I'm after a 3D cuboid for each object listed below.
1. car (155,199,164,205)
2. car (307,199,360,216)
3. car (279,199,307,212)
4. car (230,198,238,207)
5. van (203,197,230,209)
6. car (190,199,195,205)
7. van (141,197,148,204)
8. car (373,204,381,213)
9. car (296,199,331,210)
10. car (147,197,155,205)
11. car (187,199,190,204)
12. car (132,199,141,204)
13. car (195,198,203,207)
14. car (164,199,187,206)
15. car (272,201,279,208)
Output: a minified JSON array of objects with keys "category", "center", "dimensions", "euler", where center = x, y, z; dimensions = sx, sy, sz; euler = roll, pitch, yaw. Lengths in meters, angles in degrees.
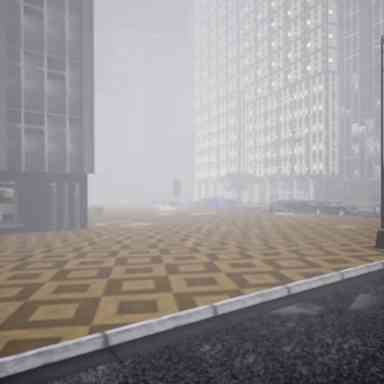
[{"category":"car","center":[-5.671,2.193,71.151],"dimensions":[1.752,1.417,4.829],"euler":[-1,0,-25]},{"category":"car","center":[13.175,1.508,30.478],"dimensions":[2.008,1.369,4.403],"euler":[-1,0,-25]},{"category":"car","center":[12.764,1.591,37.555],"dimensions":[2.033,1.411,5.357],"euler":[0,-1,-25]},{"category":"car","center":[6.347,1.876,58.855],"dimensions":[1.837,1.490,4.892],"euler":[0,-1,-24]},{"category":"van","center":[3.711,1.647,50.893],"dimensions":[1.690,1.788,3.998],"euler":[-1,0,-25]},{"category":"car","center":[2.007,2.157,68.144],"dimensions":[1.895,1.301,4.718],"euler":[0,-1,-25]},{"category":"van","center":[-10.476,2.198,81.512],"dimensions":[1.690,1.788,3.998],"euler":[-1,0,-25]},{"category":"car","center":[20.778,1.461,34.002],"dimensions":[2.008,1.369,4.403],"euler":[-1,0,-25]},{"category":"car","center":[16.049,1.649,44.209],"dimensions":[1.947,1.339,4.313],"euler":[-1,0,-25]},{"category":"car","center":[-8.106,2.308,76.408],"dimensions":[1.887,1.381,4.507],"euler":[-1,0,-25]},{"category":"car","center":[-0.502,2.298,79.932],"dimensions":[1.802,1.307,4.206],"euler":[-2,0,-25]},{"category":"car","center":[-15.199,2.591,91.717],"dimensions":[1.887,1.381,4.507],"euler":[-1,0,-25]},{"category":"car","center":[2.917,1.764,58.977],"dimensions":[2.097,1.767,4.553],"euler":[0,-1,-24]},{"category":"car","center":[-3.377,2.128,66.202],"dimensions":[2.008,1.369,4.403],"euler":[-1,0,-25]},{"category":"car","center":[13.684,1.737,49.312],"dimensions":[1.947,1.339,4.313],"euler":[-1,0,-25]}]
